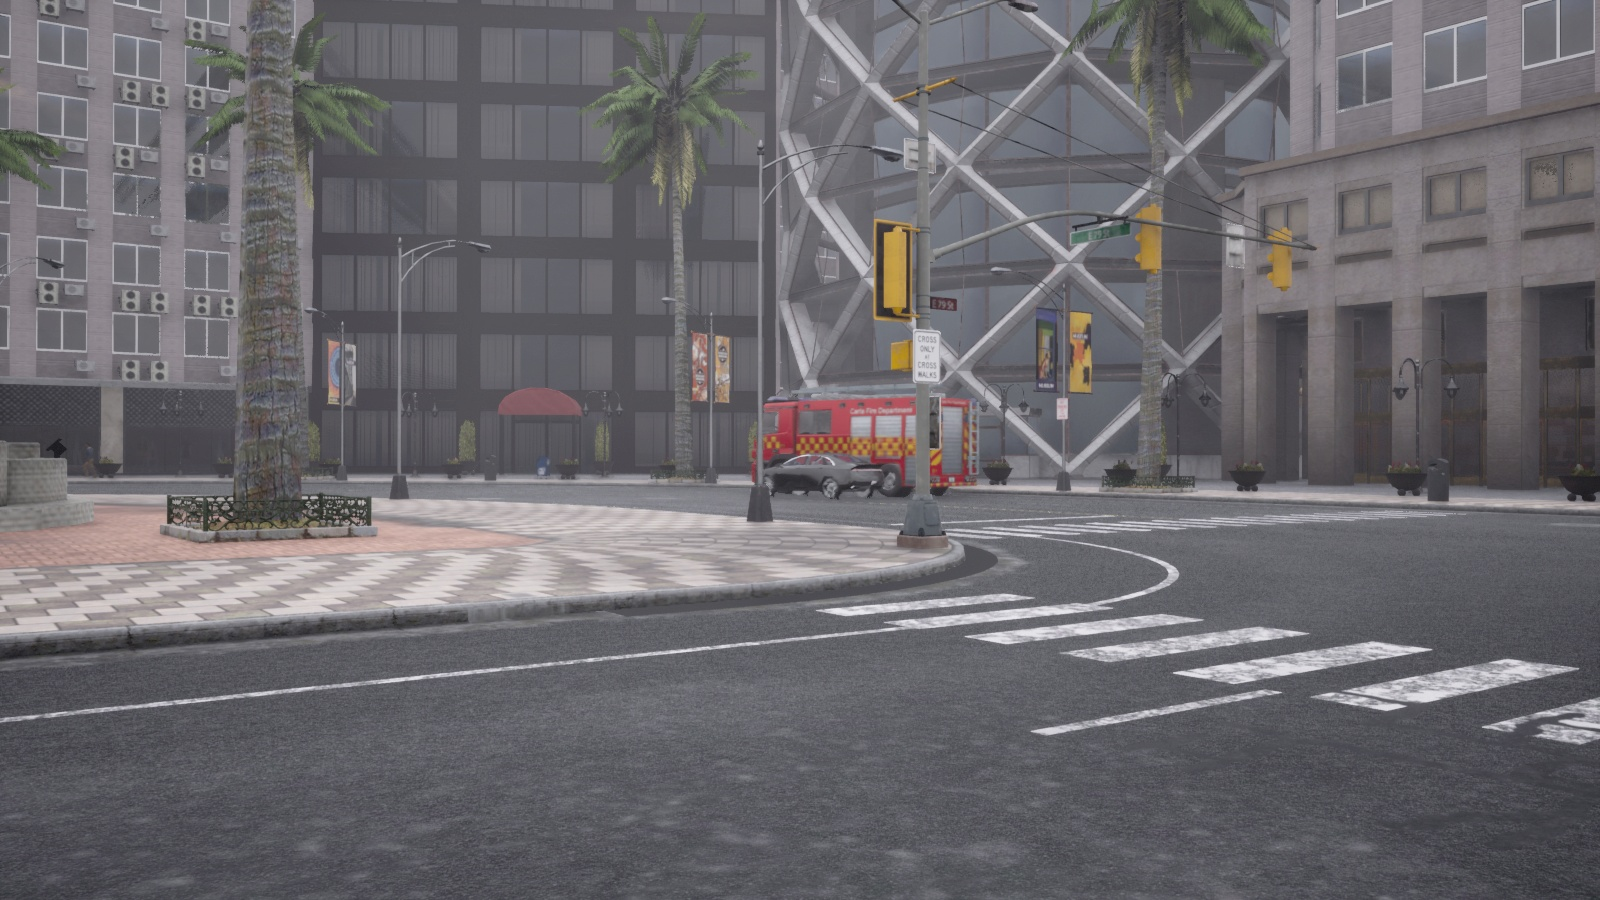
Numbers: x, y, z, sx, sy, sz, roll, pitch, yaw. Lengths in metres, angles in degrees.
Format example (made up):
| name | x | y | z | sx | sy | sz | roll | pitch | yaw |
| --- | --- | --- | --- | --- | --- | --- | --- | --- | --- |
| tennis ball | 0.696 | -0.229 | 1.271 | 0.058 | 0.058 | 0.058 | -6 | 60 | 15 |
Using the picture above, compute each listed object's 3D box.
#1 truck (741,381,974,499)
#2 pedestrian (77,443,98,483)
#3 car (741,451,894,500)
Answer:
| name | x | y | z | sx | sy | sz | roll | pitch | yaw |
| --- | --- | --- | --- | --- | --- | --- | --- | --- | --- |
| truck | 1.875 | -0.314 | 44.961 | 8.468 | 3.827 | 2.891 | 0 | 0 | 43 |
| pedestrian | -34.973 | 0.627 | 61.654 | 0.788 | 1.949 | 0.423 | 0 | 0 | -11 |
| car | 0.509 | 0.801 | 41.491 | 4.902 | 1.511 | 2.128 | 0 | 0 | 43 |
